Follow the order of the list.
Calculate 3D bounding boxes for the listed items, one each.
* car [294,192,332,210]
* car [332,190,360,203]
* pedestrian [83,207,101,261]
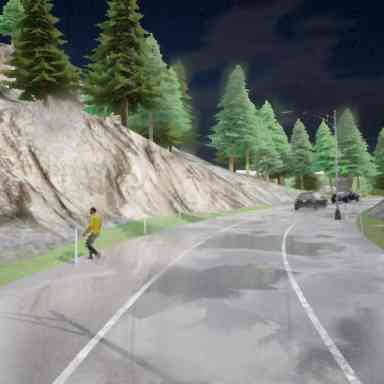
[{"bbox_3d":[11.602,0.764,32.257,2.097,1.767,4.553,-3,1,37],"label":"car"},{"bbox_3d":[18.327,0.527,39.730,4.674,1.442,1.812,-3,-1,-40],"label":"car"},{"bbox_3d":[-3.269,1.329,11.030,0.375,1.860,0.375,3,-3,12],"label":"pedestrian"}]
